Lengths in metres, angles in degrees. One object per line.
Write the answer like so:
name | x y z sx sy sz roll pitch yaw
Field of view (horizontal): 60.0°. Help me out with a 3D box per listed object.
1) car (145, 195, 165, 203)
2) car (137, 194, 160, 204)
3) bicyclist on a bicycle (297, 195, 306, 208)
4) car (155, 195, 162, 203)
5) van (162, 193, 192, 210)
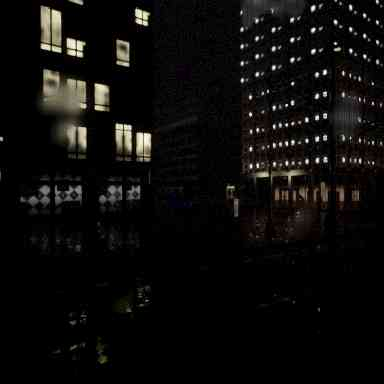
car | -7.045 1.238 63.222 1.887 1.381 4.507 0 0 -34
car | -7.869 1.204 59.809 1.882 1.535 5.008 -1 1 -34
bicyclist on a bicycle | 12.848 1.118 39.129 1.656 1.620 0.582 -1 1 -34
car | -3.936 1.035 58.637 2.192 1.841 5.009 0 0 -34
van | -1.543 1.210 40.180 1.690 1.788 3.998 0 0 -34
